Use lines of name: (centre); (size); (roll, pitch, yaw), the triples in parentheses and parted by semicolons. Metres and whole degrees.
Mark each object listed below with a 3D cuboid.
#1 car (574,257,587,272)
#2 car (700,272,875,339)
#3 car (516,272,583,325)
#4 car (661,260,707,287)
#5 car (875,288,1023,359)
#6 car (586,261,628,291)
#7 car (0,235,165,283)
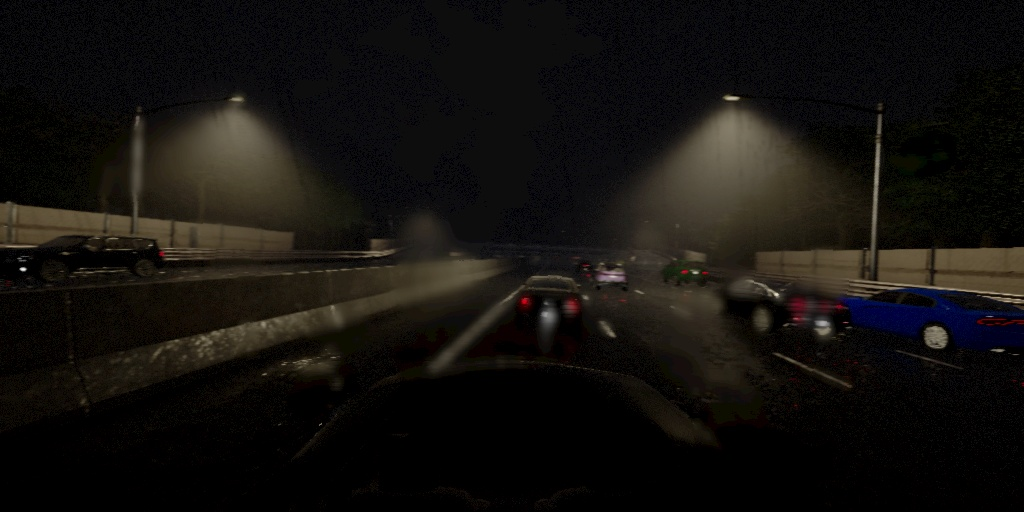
car: (8.988, 1.288, 44.690); (1.837, 1.490, 4.892); (2, 1, 7)
car: (8.290, 1.524, 11.581); (2.128, 1.511, 4.902); (2, 0, 7)
car: (1.294, 1.333, 12.039); (1.895, 1.301, 4.718); (2, 0, 7)
car: (14.096, 1.348, 29.510); (2.150, 2.045, 5.566); (2, 0, 7)
car: (11.644, 1.664, 10.217); (1.882, 1.535, 5.008); (2, 0, 7)
car: (6.248, 1.277, 23.347); (2.033, 1.649, 4.856); (2, 0, 7)
car: (-19.479, 0.037, 16.481); (2.150, 2.045, 5.566); (2, 0, 7)
